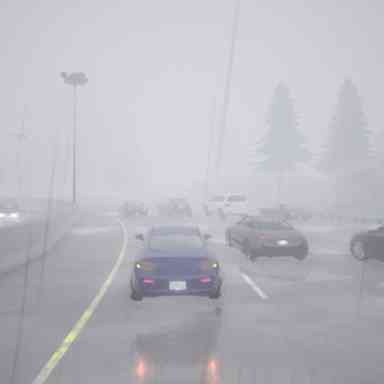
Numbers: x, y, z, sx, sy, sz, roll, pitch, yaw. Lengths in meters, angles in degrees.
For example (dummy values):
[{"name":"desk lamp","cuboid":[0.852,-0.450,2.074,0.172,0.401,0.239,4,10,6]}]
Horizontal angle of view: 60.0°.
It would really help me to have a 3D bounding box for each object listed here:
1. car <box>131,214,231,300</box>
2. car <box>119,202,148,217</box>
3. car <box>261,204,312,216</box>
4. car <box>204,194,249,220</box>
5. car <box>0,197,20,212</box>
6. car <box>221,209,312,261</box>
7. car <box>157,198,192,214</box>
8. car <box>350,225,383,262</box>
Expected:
[{"name":"car","cuboid":[-0.448,1.503,8.260,1.812,1.442,4.674,0,0,-5]},{"name":"car","cuboid":[-5.343,1.504,29.709,1.895,1.301,4.718,0,0,-21]},{"name":"car","cuboid":[7.016,1.566,25.571,1.895,1.301,4.718,0,0,-16]},{"name":"car","cuboid":[2.759,1.164,27.690,2.150,2.045,5.566,0,0,-17]},{"name":"car","cuboid":[-19.725,1.323,35.761,2.128,1.511,4.902,0,0,-30]},{"name":"car","cuboid":[2.587,1.543,12.363,1.994,1.385,4.181,0,0,-7]},{"name":"car","cuboid":[-1.634,1.271,29.485,2.097,1.767,4.553,0,0,-20]},{"name":"car","cuboid":[6.432,1.507,9.388,1.837,1.490,4.892,0,0,-5]}]
